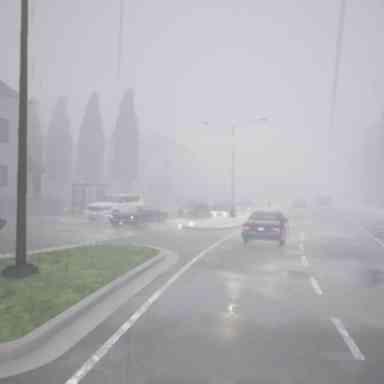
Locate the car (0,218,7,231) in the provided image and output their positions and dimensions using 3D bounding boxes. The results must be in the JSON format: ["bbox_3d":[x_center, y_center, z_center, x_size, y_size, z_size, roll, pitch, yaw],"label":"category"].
[{"bbox_3d":[-10.954,1.436,14.602,1.895,1.301,4.718,1,0,32],"label":"car"}]

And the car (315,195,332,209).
[{"bbox_3d":[20.770,1.508,52.509,2.150,2.045,5.566,1,0,20],"label":"car"}]

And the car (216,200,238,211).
[{"bbox_3d":[3.882,1.608,40.456,1.994,1.385,4.181,1,0,20],"label":"car"}]

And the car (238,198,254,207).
[{"bbox_3d":[8.592,1.635,52.914,1.812,1.442,4.674,1,0,21],"label":"car"}]

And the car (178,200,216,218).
[{"bbox_3d":[0.256,1.486,30.777,2.128,1.511,4.902,1,0,21],"label":"car"}]

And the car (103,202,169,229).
[{"bbox_3d":[-3.326,1.546,21.571,1.895,1.301,4.718,1,0,23],"label":"car"}]

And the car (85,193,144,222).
[{"bbox_3d":[-5.635,1.133,25.151,2.150,2.045,5.566,1,0,22],"label":"car"}]

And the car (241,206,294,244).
[{"bbox_3d":[3.674,1.596,16.183,2.033,1.411,5.357,1,0,19],"label":"car"}]

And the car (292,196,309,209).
[{"bbox_3d":[15.996,1.707,49.482,2.128,1.511,4.902,1,0,20],"label":"car"}]
